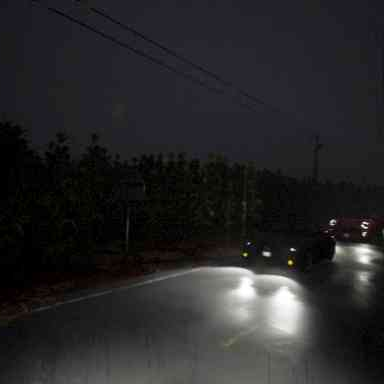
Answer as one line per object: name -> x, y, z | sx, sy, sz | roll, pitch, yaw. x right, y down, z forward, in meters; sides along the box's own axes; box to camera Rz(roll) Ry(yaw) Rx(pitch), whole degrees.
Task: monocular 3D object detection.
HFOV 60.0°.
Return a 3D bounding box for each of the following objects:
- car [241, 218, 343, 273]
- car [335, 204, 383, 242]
car -> 3.428, 1.688, 11.323 | 1.994, 1.385, 4.181 | 3, 0, 38
car -> 9.397, 1.721, 18.930 | 2.097, 1.767, 4.553 | 3, 0, 38
